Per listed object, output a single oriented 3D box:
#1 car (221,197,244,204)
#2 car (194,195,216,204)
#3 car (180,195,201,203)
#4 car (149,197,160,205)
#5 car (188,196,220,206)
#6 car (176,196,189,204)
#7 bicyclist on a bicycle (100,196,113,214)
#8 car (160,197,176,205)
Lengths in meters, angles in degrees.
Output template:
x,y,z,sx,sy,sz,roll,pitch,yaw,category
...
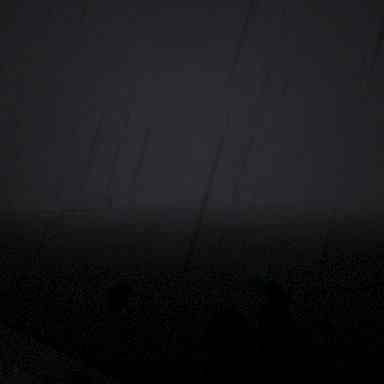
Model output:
x,y,z,sx,sy,sz,roll,pitch,yaw,category
7.952,1.601,62.253,1.895,1.301,4.718,0,0,35,car
2.668,1.477,66.914,1.882,1.535,5.008,0,0,35,car
-0.202,1.477,68.917,1.882,1.535,5.008,0,0,35,car
-5.855,1.564,60.712,1.994,1.385,4.181,0,0,35,car
1.990,1.478,53.634,1.882,1.535,5.008,0,0,35,car
-0.152,1.564,56.662,1.994,1.385,4.181,0,0,35,car
-8.062,1.156,31.742,1.656,1.620,0.582,33,17,27,bicyclist on a bicycle
-3.025,1.564,58.659,1.994,1.385,4.181,0,0,35,car
